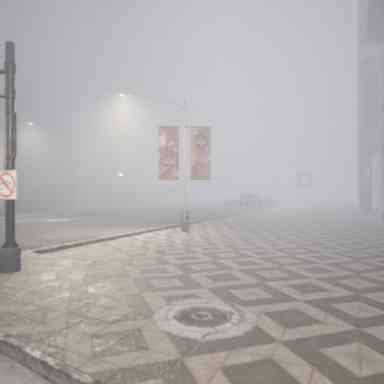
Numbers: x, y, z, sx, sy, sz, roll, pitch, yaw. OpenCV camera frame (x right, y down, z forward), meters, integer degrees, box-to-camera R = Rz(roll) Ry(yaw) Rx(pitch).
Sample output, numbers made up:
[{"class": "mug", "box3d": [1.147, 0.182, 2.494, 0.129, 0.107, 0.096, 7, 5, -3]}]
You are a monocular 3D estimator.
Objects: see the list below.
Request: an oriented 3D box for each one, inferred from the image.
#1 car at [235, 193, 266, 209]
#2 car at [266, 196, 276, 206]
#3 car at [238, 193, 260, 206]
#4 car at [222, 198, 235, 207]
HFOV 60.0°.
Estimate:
[{"class": "car", "box3d": [8.147, 1.179, 45.862, 2.150, 2.045, 5.566, 0, 0, 26]}, {"class": "car", "box3d": [12.661, 1.438, 55.192, 2.128, 1.511, 4.902, 0, 0, 26]}, {"class": "car", "box3d": [9.753, 1.171, 56.645, 2.150, 2.045, 5.566, 0, 0, 26]}, {"class": "car", "box3d": [6.094, 1.559, 49.079, 1.895, 1.301, 4.718, 0, 0, 27]}]
